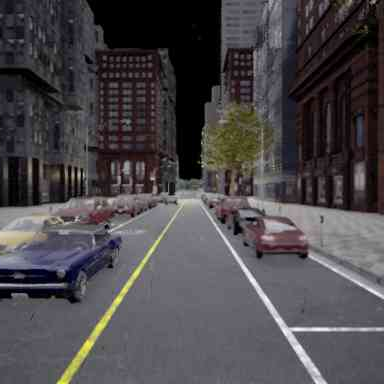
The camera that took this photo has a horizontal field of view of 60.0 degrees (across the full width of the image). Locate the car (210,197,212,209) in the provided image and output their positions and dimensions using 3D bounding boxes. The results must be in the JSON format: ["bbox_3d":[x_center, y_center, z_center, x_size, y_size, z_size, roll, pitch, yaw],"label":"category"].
[{"bbox_3d":[2.862,1.389,28.881,1.887,1.381,4.507,0,0,0],"label":"car"}]

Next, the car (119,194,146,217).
[{"bbox_3d":[-5.664,1.159,28.890,2.192,1.841,5.009,0,0,0],"label":"car"}]

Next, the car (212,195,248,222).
[{"bbox_3d":[2.860,1.185,23.240,2.192,1.841,5.009,0,0,0],"label":"car"}]

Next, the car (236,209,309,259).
[{"bbox_3d":[2.859,1.507,11.964,1.802,1.307,4.206,0,0,0],"label":"car"}]

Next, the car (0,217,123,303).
[{"bbox_3d":[-3.100,1.547,8.183,1.895,1.301,4.718,0,0,0],"label":"car"}]

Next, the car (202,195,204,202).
[{"bbox_3d":[2.865,1.327,51.439,1.802,1.307,4.206,0,0,0],"label":"car"}]

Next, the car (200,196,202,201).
[{"bbox_3d":[2.866,1.164,57.078,1.967,1.590,4.097,0,0,0],"label":"car"}]

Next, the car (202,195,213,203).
[{"bbox_3d":[2.867,1.286,62.718,1.802,1.307,4.206,0,0,0],"label":"car"}]

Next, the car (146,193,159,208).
[{"bbox_3d":[-5.662,1.107,40.167,2.192,1.841,5.009,0,0,0],"label":"car"}]

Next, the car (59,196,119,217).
[{"bbox_3d":[-5.666,1.211,17.611,2.192,1.841,5.009,0,0,0],"label":"car"}]

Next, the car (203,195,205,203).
[{"bbox_3d":[2.864,1.293,45.970,1.752,1.417,4.829,0,0,0],"label":"car"}]

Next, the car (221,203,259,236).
[{"bbox_3d":[2.859,1.462,17.601,1.947,1.339,4.313,0,0,0],"label":"car"}]

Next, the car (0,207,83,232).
[{"bbox_3d":[-5.667,1.451,11.805,1.752,1.417,4.829,0,0,0],"label":"car"}]

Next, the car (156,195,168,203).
[{"bbox_3d":[-5.658,1.270,62.723,1.947,1.339,4.313,0,0,0],"label":"car"}]

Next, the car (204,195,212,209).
[{"bbox_3d":[2.864,1.359,40.160,1.947,1.339,4.313,0,0,0],"label":"car"}]

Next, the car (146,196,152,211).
[{"bbox_3d":[-5.663,1.384,34.530,1.947,1.339,4.313,0,0,0],"label":"car"}]

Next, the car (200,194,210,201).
[{"bbox_3d":[2.869,1.236,73.997,1.947,1.339,4.313,0,0,0],"label":"car"}]

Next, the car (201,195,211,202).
[{"bbox_3d":[2.868,1.252,68.357,1.947,1.339,4.313,0,0,0],"label":"car"}]

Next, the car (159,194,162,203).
[{"bbox_3d":[-5.660,1.313,45.807,1.887,1.381,4.507,0,0,0],"label":"car"}]

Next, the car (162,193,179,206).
[{"bbox_3d":[-3.071,1.255,49.694,1.837,1.490,4.892,0,1,0],"label":"car"}]
